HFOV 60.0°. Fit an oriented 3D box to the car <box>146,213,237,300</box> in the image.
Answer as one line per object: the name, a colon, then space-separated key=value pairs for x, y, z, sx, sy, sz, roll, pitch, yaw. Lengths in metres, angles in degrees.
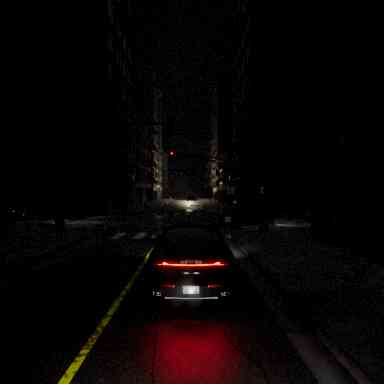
car: x=-0.016 y=1.507 z=8.371 sx=1.837 sy=1.490 sz=4.892 roll=0 pitch=0 yaw=0

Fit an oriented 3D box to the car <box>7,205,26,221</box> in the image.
car: x=-14.652 y=1.322 z=24.059 sx=4.902 sy=1.511 sz=2.128 roll=1 pitch=0 yaw=-1

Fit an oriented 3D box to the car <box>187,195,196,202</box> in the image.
car: x=-0.166 y=1.497 z=82.423 sx=2.097 sy=1.767 sz=4.553 roll=0 pitch=0 yaw=0

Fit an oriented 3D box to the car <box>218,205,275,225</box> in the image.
car: x=3.913 y=1.667 z=24.244 sx=4.181 sy=1.385 sz=1.994 roll=2 pitch=0 yaw=-1

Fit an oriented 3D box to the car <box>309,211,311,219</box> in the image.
car: x=12.301 y=1.724 z=27.523 sx=5.008 sy=1.535 sz=1.882 roll=1 pitch=0 yaw=-1
